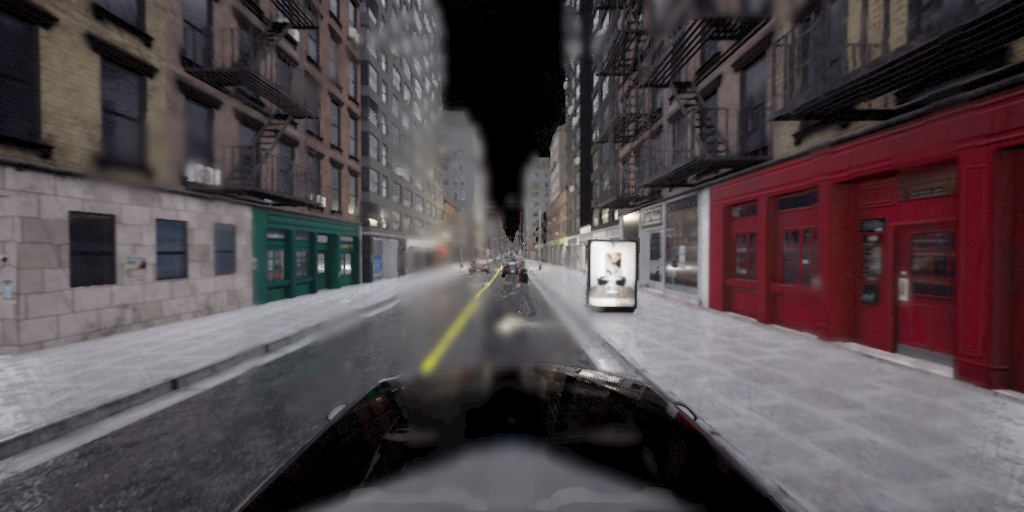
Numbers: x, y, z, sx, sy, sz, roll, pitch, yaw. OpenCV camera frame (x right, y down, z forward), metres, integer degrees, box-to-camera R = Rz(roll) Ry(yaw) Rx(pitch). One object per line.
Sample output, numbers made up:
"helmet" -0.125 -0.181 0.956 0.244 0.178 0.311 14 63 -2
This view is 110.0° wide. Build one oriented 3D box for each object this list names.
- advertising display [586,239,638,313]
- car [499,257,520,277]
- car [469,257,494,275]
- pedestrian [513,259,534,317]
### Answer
"advertising display" 3.137 0.706 11.331 1.540 2.440 0.280 0 0 0
"car" 0.082 1.058 31.424 1.812 1.442 4.674 0 0 0
"car" -3.086 1.029 35.178 1.812 1.442 4.674 0 0 0
"pedestrian" 0.363 0.975 11.342 0.375 1.860 0.375 -1 1 -15
